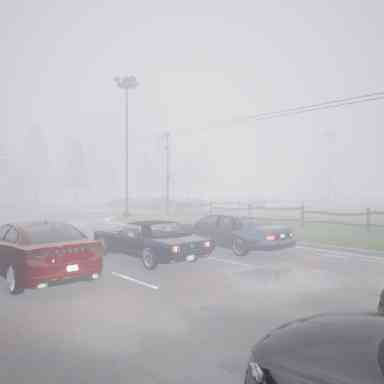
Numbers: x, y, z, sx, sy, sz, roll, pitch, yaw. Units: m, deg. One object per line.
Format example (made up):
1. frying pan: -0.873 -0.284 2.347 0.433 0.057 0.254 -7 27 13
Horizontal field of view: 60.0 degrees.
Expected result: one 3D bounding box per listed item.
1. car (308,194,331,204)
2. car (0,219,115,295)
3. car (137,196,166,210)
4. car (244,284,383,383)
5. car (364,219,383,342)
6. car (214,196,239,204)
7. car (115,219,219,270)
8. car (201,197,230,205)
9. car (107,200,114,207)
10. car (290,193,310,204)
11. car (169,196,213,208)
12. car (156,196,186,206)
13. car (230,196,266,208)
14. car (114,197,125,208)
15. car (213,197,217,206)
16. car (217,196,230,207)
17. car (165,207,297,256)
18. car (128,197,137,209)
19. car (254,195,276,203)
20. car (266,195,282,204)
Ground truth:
1. car: 24.558 1.601 63.253 4.718 1.301 1.895 0 0 -42
2. car: -4.222 1.478 8.947 1.882 1.535 5.008 0 0 -42
3. car: -4.154 1.352 42.107 4.553 1.767 2.097 0 0 -43
4. car: 2.479 1.492 1.750 2.128 1.511 4.902 0 0 -43
5. car: 4.982 1.351 4.200 2.097 1.767 4.553 0 0 -43
6. car: 6.926 1.491 66.227 4.902 1.511 2.128 0 0 -42
7. car: -1.529 1.601 11.191 1.895 1.301 4.718 0 0 -42
8. car: 4.253 1.547 59.169 5.357 1.411 2.033 0 0 -42
9. car: -10.535 1.505 50.512 4.892 1.490 1.837 0 0 -43
10. car: 21.427 1.223 65.135 5.566 2.045 2.150 0 0 -42
11. car: -0.266 1.491 40.952 4.902 1.511 2.128 0 0 -42
12. car: -3.503 1.477 56.895 5.008 1.535 1.882 0 0 -42
13. car: 8.212 1.352 48.616 4.553 1.767 2.097 0 0 -42
14. car: -8.254 1.600 47.858 4.718 1.301 1.895 0 0 -43
15. car: 4.559 1.600 54.744 4.718 1.301 1.895 0 0 -42
16. car: 6.600 1.525 51.869 4.674 1.442 1.812 0 0 -42
17. car: 1.386 1.547 13.188 2.033 1.411 5.357 0 0 -43
18. car: -5.917 1.546 45.259 5.357 1.411 2.033 0 0 -43
19. car: 15.189 1.478 68.923 5.008 1.535 1.882 0 0 -42
20. car: 15.687 1.525 64.699 4.674 1.442 1.812 0 0 -41
